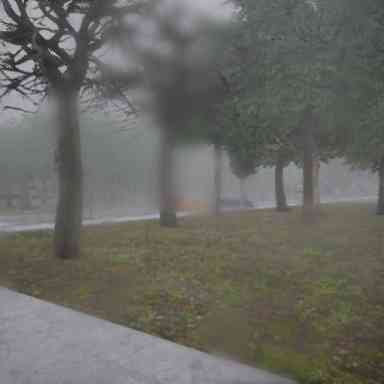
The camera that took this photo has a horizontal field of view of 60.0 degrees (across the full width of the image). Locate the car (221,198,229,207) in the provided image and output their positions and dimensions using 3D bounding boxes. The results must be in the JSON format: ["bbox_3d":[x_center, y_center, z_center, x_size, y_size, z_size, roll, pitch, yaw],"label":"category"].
[{"bbox_3d":[6.034,1.878,58.708,1.837,1.490,4.892,-1,-1,36],"label":"car"}]

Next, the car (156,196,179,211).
[{"bbox_3d":[-2.627,1.560,46.526,2.150,2.045,5.566,-1,0,35],"label":"car"}]

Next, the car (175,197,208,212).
[{"bbox_3d":[0.288,1.794,45.007,1.882,1.535,5.008,-1,0,36],"label":"car"}]

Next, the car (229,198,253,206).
[{"bbox_3d":[8.750,1.822,56.918,1.882,1.535,5.008,-1,-1,36],"label":"car"}]

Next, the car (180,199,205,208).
[{"bbox_3d":[0.131,1.915,56.022,1.812,1.442,4.674,-1,-1,36],"label":"car"}]
